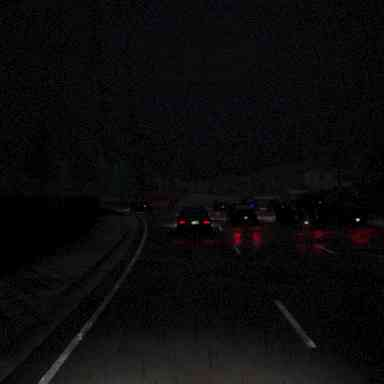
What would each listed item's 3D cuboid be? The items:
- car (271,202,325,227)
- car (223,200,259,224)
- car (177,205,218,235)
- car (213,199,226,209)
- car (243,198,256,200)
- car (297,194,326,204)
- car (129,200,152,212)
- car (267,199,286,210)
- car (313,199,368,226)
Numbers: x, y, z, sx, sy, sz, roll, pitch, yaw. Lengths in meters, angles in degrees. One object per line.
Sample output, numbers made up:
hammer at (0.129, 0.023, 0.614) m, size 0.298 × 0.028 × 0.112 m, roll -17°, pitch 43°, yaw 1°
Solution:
car at (7.107, 1.614, 22.876) m, size 1.895 × 1.301 × 4.718 m, roll 0°, pitch 0°, yaw 0°
car at (3.608, 1.540, 24.565) m, size 1.812 × 1.442 × 4.674 m, roll 0°, pitch 0°, yaw 0°
car at (0.106, 1.558, 18.807) m, size 2.033 × 1.411 × 5.357 m, roll 0°, pitch 0°, yaw 0°
car at (3.614, 1.549, 41.186) m, size 1.812 × 1.442 × 4.674 m, roll 0°, pitch 0°, yaw 0°
car at (7.113, 1.501, 41.683) m, size 1.882 × 1.535 × 5.008 m, roll 0°, pitch 0°, yaw 0°
car at (14.101, 1.244, 39.320) m, size 2.150 × 2.045 × 5.566 m, roll 0°, pitch 0°, yaw 0°
car at (-6.195, 1.587, 39.798) m, size 1.994 × 1.385 × 4.181 m, roll 0°, pitch 0°, yaw -24°
car at (10.613, 1.549, 41.173) m, size 1.812 × 1.442 × 4.674 m, roll 0°, pitch 0°, yaw 0°
car at (10.607, 1.518, 23.690) m, size 1.837 × 1.490 × 4.892 m, roll 0°, pitch 0°, yaw 0°
